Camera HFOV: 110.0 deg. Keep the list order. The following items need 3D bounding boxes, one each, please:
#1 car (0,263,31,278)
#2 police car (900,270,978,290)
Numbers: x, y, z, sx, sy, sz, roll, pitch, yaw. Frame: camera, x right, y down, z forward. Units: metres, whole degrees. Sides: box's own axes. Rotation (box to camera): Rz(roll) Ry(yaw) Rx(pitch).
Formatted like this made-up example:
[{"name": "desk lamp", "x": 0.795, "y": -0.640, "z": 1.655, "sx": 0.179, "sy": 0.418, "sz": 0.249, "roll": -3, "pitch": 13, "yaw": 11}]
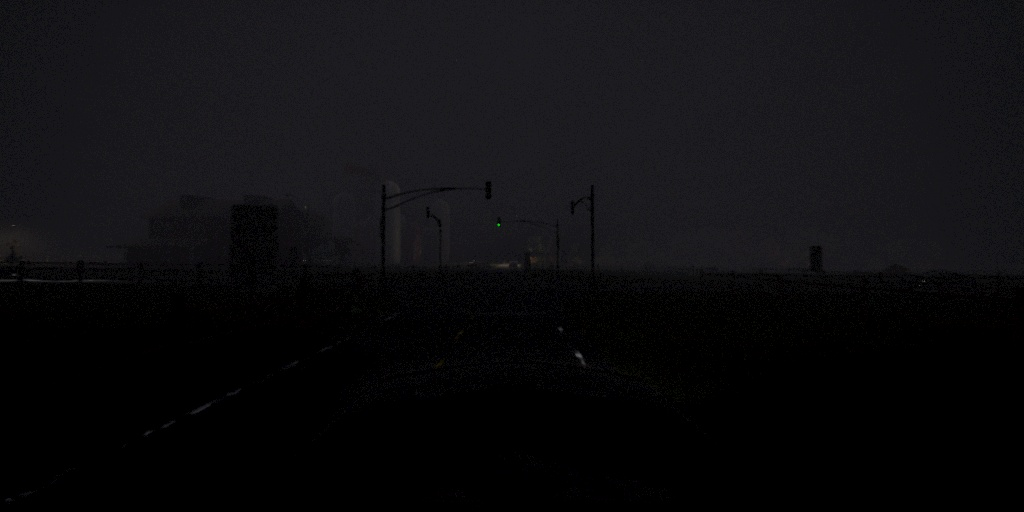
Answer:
[{"name": "car", "x": -38.957, "y": 1.044, "z": 26.511, "sx": 4.718, "sy": 1.301, "sz": 1.895, "roll": 1, "pitch": -2, "yaw": 0}, {"name": "police car", "x": 35.378, "y": 1.958, "z": 29.877, "sx": 5.238, "sy": 1.638, "sz": 1.930, "roll": 1, "pitch": -2, "yaw": 0}]
